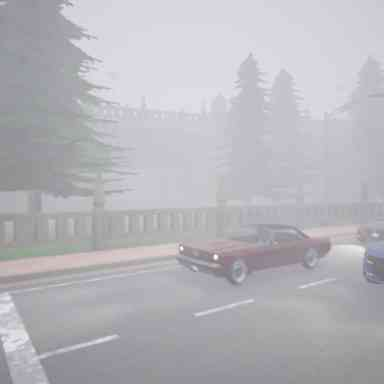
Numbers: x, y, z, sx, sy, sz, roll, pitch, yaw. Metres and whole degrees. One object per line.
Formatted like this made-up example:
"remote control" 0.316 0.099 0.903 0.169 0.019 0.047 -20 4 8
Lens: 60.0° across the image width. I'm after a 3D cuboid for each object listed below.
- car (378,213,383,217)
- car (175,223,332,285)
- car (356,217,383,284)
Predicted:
"car" 9.116 1.570 14.656 4.181 1.385 1.994 0 0 -34
"car" 1.891 1.604 9.614 4.718 1.301 1.895 0 0 -35
"car" 6.306 1.482 8.456 5.008 1.535 1.882 0 0 -35
